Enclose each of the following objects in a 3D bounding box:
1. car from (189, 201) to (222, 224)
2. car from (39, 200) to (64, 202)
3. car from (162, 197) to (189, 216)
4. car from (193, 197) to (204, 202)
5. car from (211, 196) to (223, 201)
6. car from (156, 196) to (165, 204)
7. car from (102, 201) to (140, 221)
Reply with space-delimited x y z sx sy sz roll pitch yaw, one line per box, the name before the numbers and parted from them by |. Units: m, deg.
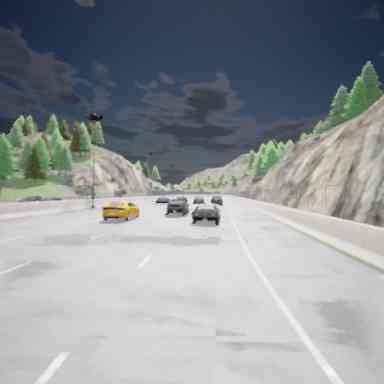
car | 1.158 1.635 25.347 1.895 1.301 4.718 1 0 6
car | -18.272 1.330 42.549 2.033 1.411 5.357 1 0 6
car | -1.384 1.511 32.997 1.837 1.490 4.892 1 0 5
car | 1.354 1.630 65.109 1.994 1.385 4.181 1 0 5
car | 4.477 1.457 60.418 2.097 1.767 4.553 1 0 5
car | -5.689 1.534 64.876 1.994 1.385 4.181 1 0 5
car | -5.522 1.422 26.416 1.882 1.535 5.008 1 0 5
